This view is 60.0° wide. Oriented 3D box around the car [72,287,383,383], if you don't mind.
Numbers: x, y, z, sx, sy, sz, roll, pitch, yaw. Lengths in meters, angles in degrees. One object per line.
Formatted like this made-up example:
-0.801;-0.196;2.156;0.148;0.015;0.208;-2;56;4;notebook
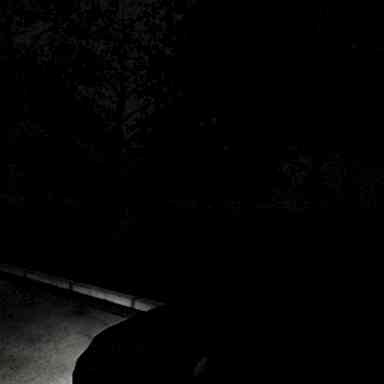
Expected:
0.870;1.564;2.740;4.181;1.385;1.994;0;0;37;car
